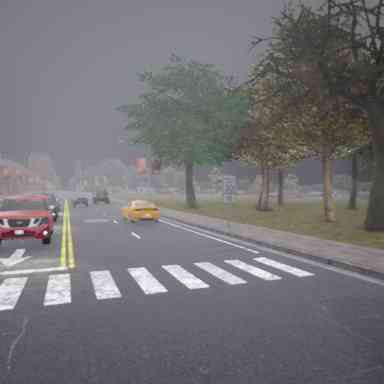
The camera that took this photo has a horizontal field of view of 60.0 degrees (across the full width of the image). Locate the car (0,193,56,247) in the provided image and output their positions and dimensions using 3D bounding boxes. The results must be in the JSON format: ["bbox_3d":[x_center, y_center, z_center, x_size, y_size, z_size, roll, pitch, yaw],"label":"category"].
[{"bbox_3d":[-7.614,1.174,15.322,2.150,2.045,5.566,0,0,-21],"label":"car"}]

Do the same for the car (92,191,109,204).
[{"bbox_3d":[-14.238,0.793,51.763,2.150,2.045,5.566,0,1,-21],"label":"car"}]

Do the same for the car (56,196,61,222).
[{"bbox_3d":[-11.259,1.083,25.022,2.150,2.045,5.566,0,1,-20],"label":"car"}]

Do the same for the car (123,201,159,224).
[{"bbox_3d":[-3.817,1.355,24.236,1.882,1.535,5.008,0,1,-21],"label":"car"}]

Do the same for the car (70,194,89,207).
[{"bbox_3d":[-14.804,1.156,44.077,1.837,1.490,4.892,0,1,-21],"label":"car"}]

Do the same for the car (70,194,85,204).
[{"bbox_3d":[-18.448,1.041,53.420,2.128,1.511,4.902,0,1,-21],"label":"car"}]

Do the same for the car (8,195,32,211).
[{"bbox_3d":[-19.761,1.208,38.359,1.837,1.490,4.892,0,1,-20],"label":"car"}]

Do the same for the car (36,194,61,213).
[{"bbox_3d":[-14.856,1.104,34.636,2.097,1.767,4.553,0,1,-20],"label":"car"}]

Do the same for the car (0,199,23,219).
[{"bbox_3d":[-16.134,1.361,28.761,2.033,1.411,5.357,0,1,-20],"label":"car"}]
